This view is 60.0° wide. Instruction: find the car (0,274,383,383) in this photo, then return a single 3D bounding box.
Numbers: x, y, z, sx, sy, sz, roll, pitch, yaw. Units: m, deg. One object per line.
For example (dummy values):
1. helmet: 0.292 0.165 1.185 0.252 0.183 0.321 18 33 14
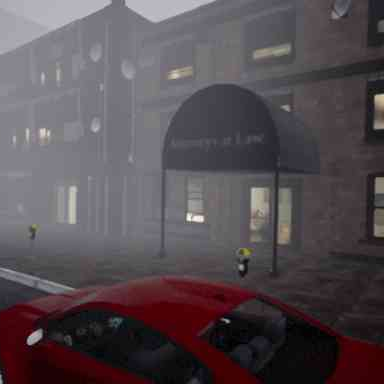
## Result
1. car: -0.381 1.527 3.213 4.507 1.381 1.887 1 1 35
